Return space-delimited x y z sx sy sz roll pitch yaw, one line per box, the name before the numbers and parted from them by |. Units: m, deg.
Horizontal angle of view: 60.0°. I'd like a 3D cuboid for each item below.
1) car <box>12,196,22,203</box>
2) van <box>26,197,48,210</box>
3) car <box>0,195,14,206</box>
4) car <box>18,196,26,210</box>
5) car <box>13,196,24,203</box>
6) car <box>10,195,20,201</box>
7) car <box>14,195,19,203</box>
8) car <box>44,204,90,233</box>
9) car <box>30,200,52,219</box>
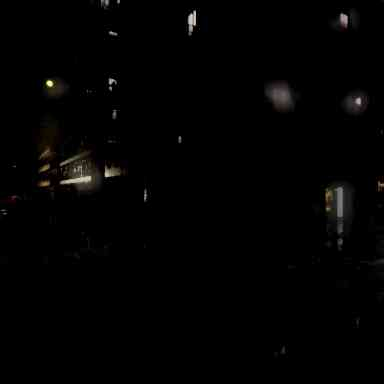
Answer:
car | -38.242 1.537 72.636 1.887 1.381 4.507 1 0 -30
van | -15.790 1.372 34.312 1.690 1.788 3.998 1 0 -30
car | -29.707 1.465 52.987 1.882 1.535 5.008 1 0 -30
car | -21.404 1.464 43.893 1.967 1.590 4.097 1 0 -30
car | -35.436 1.543 67.845 1.887 1.381 4.507 1 0 -30
car | -43.855 1.530 82.217 2.008 1.369 4.403 1 0 -30
car | -27.018 1.566 53.474 2.008 1.369 4.403 1 0 -30
car | -7.375 1.607 19.939 1.947 1.339 4.313 1 0 -30
car | -12.987 1.617 29.520 1.802 1.307 4.206 1 0 -30
